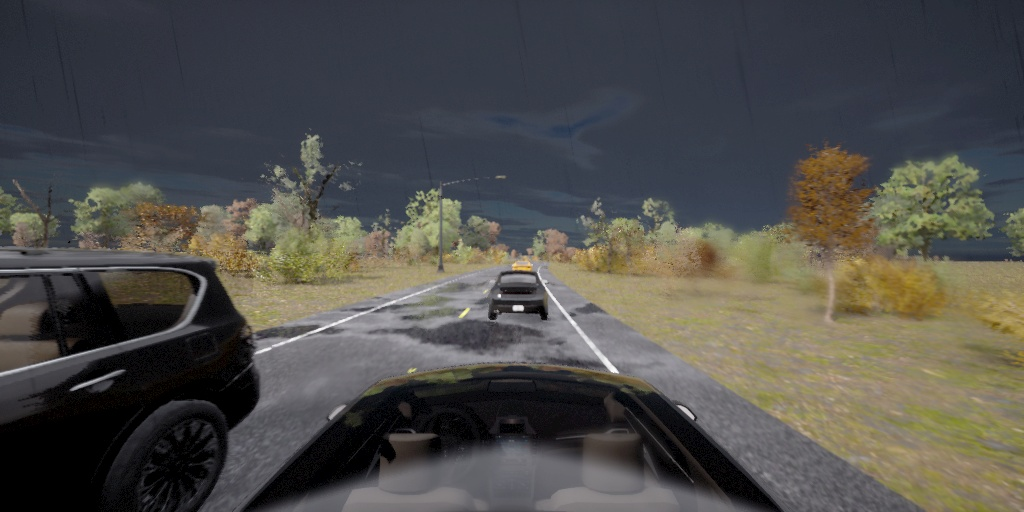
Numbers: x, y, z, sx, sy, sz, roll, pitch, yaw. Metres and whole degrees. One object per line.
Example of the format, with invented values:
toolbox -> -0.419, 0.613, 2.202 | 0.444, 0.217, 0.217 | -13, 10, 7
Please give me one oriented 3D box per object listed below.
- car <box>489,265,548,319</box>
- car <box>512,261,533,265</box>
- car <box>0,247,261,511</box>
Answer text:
car -> 0.227, 1.246, 12.704 | 1.837, 1.490, 4.892 | 0, 0, 1
car -> 1.042, 1.213, 35.125 | 1.882, 1.535, 5.008 | 0, 0, 3
car -> -3.469, 0.969, 1.098 | 2.150, 2.045, 5.566 | 0, 0, 0
